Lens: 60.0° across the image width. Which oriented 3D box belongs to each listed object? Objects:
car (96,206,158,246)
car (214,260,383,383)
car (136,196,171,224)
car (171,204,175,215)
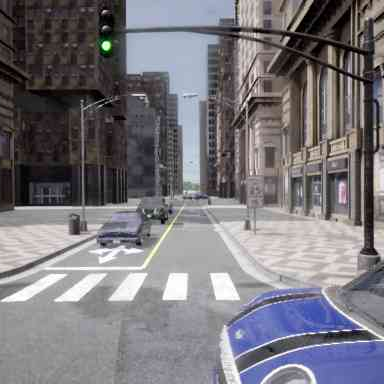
[{"bbox_3d":[-3.096,1.656,16.239,2.033,1.411,5.357,0,0,0],"label":"car"},{"bbox_3d":[2.480,1.333,2.992,4.553,1.767,2.097,0,0,0],"label":"car"},{"bbox_3d":[-3.085,1.368,26.458,2.150,2.045,5.566,0,0,0],"label":"car"},{"bbox_3d":[-3.060,1.712,36.789,1.812,1.442,4.674,0,0,0],"label":"car"}]
